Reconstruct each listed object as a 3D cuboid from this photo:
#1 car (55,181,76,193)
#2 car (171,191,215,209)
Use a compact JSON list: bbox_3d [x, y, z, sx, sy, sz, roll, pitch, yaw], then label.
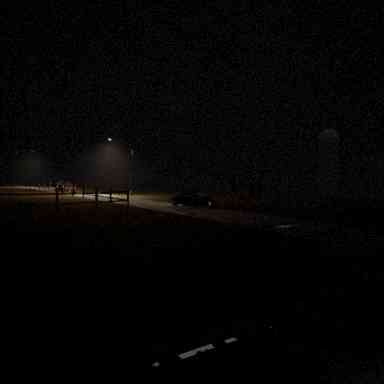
[{"bbox_3d":[-18.908,-0.834,49.814,2.097,1.767,4.553,2,2,-36],"label":"car"},{"bbox_3d":[0.066,0.617,28.215,1.812,1.442,4.674,2,2,-36],"label":"car"}]
